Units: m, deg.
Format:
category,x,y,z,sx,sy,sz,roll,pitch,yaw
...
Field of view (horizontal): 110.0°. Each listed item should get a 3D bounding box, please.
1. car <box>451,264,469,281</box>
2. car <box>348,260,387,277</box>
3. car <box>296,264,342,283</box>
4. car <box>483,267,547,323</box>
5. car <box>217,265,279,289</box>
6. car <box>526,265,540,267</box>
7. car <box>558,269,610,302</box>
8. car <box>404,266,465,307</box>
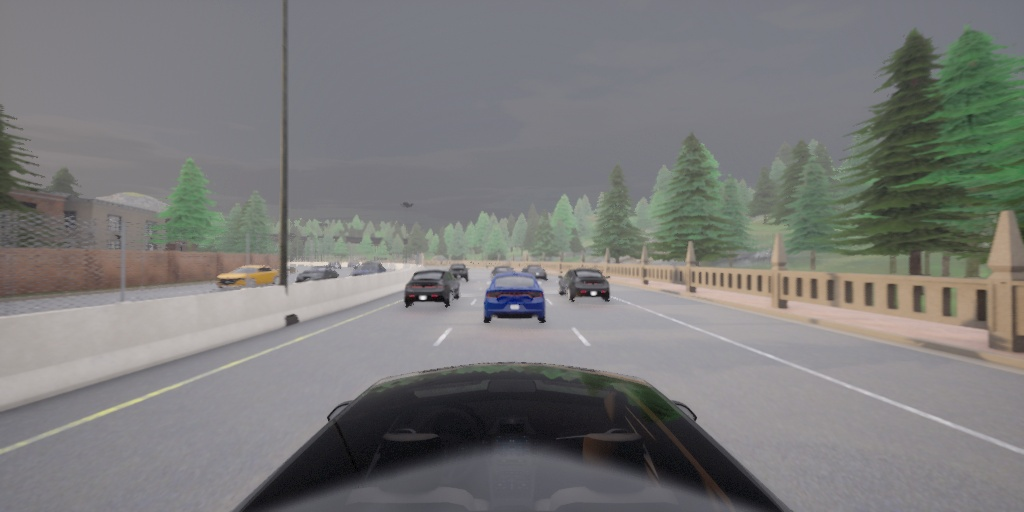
category,x,y,z,sx,sy,sz,roll,pitch,yaw
car,-5.026,1.507,33.316,1.837,1.490,4.892,0,0,-9
car,-11.726,1.325,29.614,2.097,1.767,4.553,0,0,-9
car,-15.033,1.524,28.003,1.994,1.385,4.181,0,0,-8
car,0.081,1.314,12.609,1.882,1.535,5.008,0,0,0
car,-18.189,1.415,25.069,1.882,1.535,5.008,0,0,-6
car,1.948,1.570,33.875,1.994,1.385,4.181,0,0,-9
car,3.487,1.385,17.971,1.837,1.490,4.892,0,0,-1
car,-3.466,1.371,16.197,1.837,1.490,4.892,0,0,-1
